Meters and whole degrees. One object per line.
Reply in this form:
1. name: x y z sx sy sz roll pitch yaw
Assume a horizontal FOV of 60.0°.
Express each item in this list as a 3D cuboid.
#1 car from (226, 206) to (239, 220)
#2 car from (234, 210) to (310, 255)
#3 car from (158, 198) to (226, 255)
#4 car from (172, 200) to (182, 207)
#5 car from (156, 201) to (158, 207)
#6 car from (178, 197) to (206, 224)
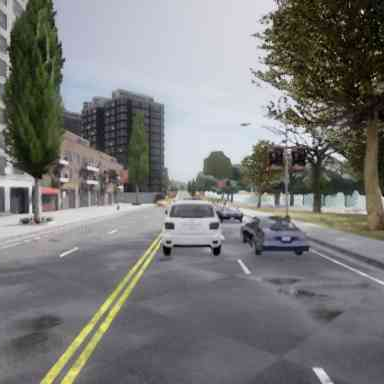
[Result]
1. car: 3.250 1.903 29.103 1.895 1.301 4.718 0 -1 0
2. car: 3.250 1.684 13.983 2.033 1.411 5.357 0 -1 0
3. car: 0.000 1.353 14.024 2.150 2.045 5.566 0 0 0
4. car: -3.252 2.392 70.982 1.882 1.535 5.008 0 -1 0
5. car: -6.501 2.392 70.982 1.882 1.535 5.008 0 -1 0
6. car: 0.001 1.517 29.035 2.150 2.045 5.566 0 -1 0
